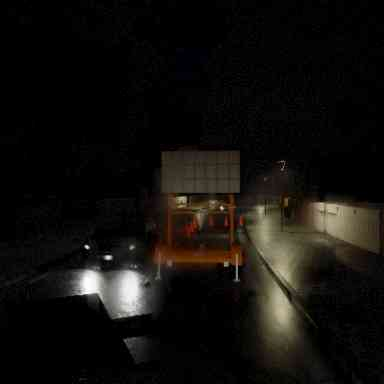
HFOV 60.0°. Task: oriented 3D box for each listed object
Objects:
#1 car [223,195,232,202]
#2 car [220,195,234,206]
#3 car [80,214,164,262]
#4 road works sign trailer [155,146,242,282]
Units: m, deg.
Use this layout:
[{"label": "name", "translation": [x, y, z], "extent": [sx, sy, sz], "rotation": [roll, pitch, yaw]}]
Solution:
[{"label": "car", "translation": [9.317, 1.585, 87.482], "extent": [2.097, 1.767, 4.553], "rotation": [0, 0, 1]}, {"label": "car", "translation": [5.916, 1.470, 55.918], "extent": [2.097, 1.767, 4.553], "rotation": [0, 0, 11]}, {"label": "car", "translation": [-2.277, 1.560, 12.483], "extent": [2.033, 1.411, 5.357], "rotation": [0, 0, 5]}, {"label": "road works sign trailer", "translation": [0.266, 0.471, 9.872], "extent": [2.380, 3.560, 2.880], "rotation": [0, 0, 5]}]
